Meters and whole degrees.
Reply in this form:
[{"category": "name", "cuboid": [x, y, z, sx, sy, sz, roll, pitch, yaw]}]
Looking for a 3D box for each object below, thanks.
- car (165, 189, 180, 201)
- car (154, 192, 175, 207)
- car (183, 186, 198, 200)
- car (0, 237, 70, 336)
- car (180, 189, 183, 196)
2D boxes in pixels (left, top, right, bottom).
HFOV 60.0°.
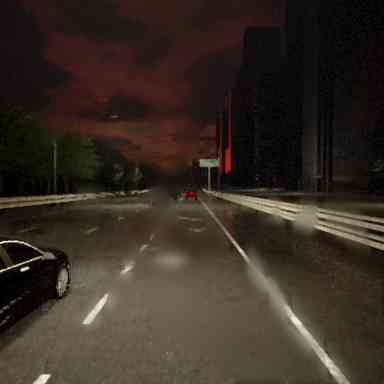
[{"category": "car", "cuboid": [-3.689, 0.455, 59.427, 2.150, 2.045, 5.566, 0, 1, 0]}, {"category": "car", "cuboid": [-3.591, 1.024, 40.862, 2.033, 1.411, 5.357, 0, 1, 0]}, {"category": "car", "cuboid": [-0.117, 0.394, 63.765, 2.150, 2.045, 5.566, 0, 0, 0]}, {"category": "car", "cuboid": [-3.502, 1.436, 5.202, 1.837, 1.490, 4.892, 0, 1, 0]}, {"category": "car", "cuboid": [-3.846, 0.347, 88.790, 1.812, 1.442, 4.674, 0, 1, 0]}]
